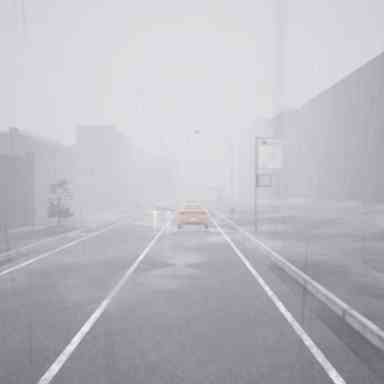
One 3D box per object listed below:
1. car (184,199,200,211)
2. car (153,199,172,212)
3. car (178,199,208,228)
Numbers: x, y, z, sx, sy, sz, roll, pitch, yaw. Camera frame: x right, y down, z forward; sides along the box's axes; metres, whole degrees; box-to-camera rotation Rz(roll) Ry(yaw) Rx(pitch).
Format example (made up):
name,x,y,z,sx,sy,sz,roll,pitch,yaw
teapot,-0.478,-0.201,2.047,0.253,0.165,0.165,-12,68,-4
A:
name,x,y,z,sx,sy,sz,roll,pitch,yaw
car,-0.027,1.597,42.615,1.994,1.385,4.181,0,0,0
car,-3.525,1.552,40.203,1.812,1.442,4.674,0,0,0
car,0.065,1.473,22.312,1.882,1.535,5.008,0,0,0
